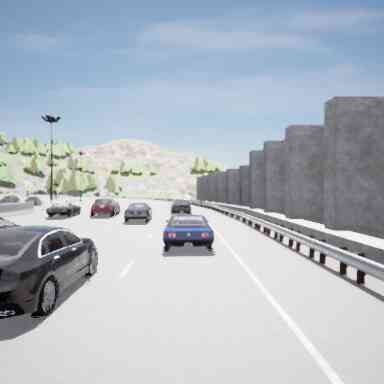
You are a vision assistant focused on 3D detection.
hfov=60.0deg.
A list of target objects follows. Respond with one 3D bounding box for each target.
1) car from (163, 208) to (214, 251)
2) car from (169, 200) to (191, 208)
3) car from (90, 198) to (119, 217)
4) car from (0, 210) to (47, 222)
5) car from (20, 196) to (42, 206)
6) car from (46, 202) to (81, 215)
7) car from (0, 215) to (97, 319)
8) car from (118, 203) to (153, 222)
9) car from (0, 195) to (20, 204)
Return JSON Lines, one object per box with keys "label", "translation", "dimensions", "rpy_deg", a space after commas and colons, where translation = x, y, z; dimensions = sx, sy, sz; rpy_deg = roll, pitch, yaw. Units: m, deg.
{"label": "car", "translation": [-0.184, 1.594, 14.154], "dimensions": [1.895, 1.301, 4.718], "rpy_deg": [0, 0, -2]}
{"label": "car", "translation": [-1.116, 1.490, 31.763], "dimensions": [1.837, 1.490, 4.892], "rpy_deg": [0, 0, -5]}
{"label": "car", "translation": [-8.113, 1.339, 31.426], "dimensions": [2.097, 1.767, 4.553], "rpy_deg": [0, 0, -5]}
{"label": "car", "translation": [-7.099, 1.544, 11.167], "dimensions": [2.033, 1.411, 5.357], "rpy_deg": [0, 0, -2]}
{"label": "car", "translation": [-25.906, 1.491, 54.242], "dimensions": [1.837, 1.490, 4.892], "rpy_deg": [0, 0, -13]}
{"label": "car", "translation": [-11.495, 1.589, 30.181], "dimensions": [1.895, 1.301, 4.718], "rpy_deg": [0, 0, -5]}
{"label": "car", "translation": [-3.522, 1.503, 7.396], "dimensions": [1.837, 1.490, 4.892], "rpy_deg": [0, 0, -1]}
{"label": "car", "translation": [-4.161, 1.536, 26.038], "dimensions": [2.033, 1.411, 5.357], "rpy_deg": [0, 0, -4]}
{"label": "car", "translation": [-29.401, 1.332, 53.856], "dimensions": [2.097, 1.767, 4.553], "rpy_deg": [0, 0, -13]}
